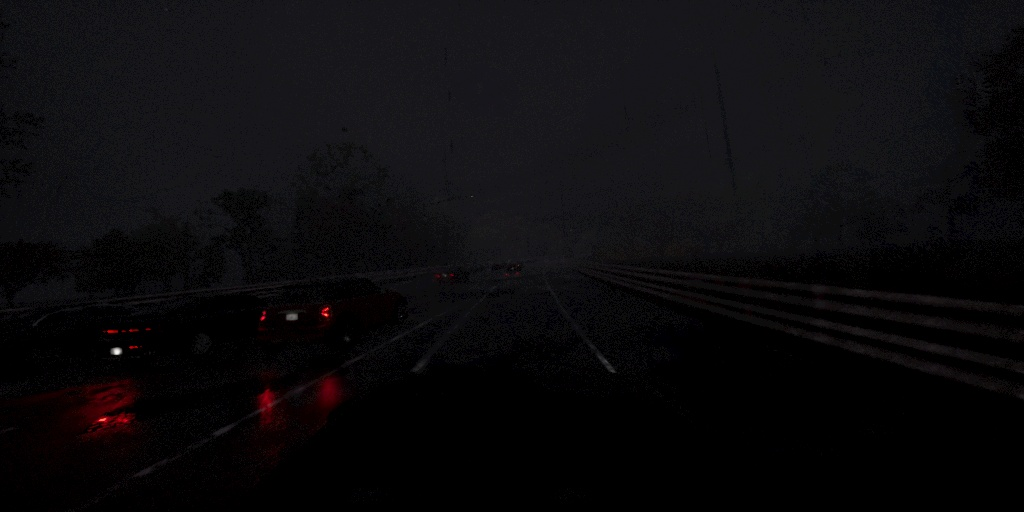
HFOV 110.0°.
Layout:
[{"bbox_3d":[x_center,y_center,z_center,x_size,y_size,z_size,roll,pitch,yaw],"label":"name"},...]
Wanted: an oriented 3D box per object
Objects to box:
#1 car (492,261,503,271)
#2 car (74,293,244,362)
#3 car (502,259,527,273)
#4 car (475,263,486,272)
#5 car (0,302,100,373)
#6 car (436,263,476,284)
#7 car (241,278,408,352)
[{"bbox_3d":[-1.781,1.460,54.558,1.882,1.535,5.008,-4,0,10],"label":"car"},{"bbox_3d":[-8.313,1.809,10.186,1.837,1.490,4.892,-4,0,7],"label":"car"},{"bbox_3d":[0.430,1.327,46.753,1.812,1.442,4.674,-4,0,10],"label":"car"},{"bbox_3d":[-5.318,1.795,54.541,1.994,1.385,4.181,-4,0,10],"label":"car"},{"bbox_3d":[-11.854,2.041,9.982,2.128,1.511,4.902,-4,0,7],"label":"car"},{"bbox_3d":[-5.290,1.706,32.971,2.033,1.411,5.357,-4,0,8],"label":"car"},{"bbox_3d":[-4.795,1.408,10.335,2.097,1.767,4.553,-4,0,7],"label":"car"}]
